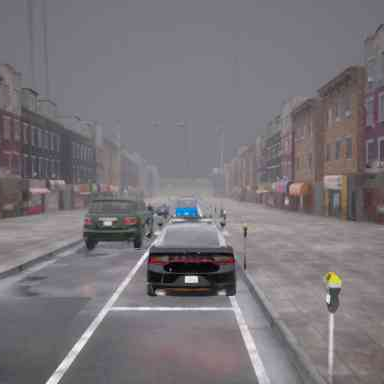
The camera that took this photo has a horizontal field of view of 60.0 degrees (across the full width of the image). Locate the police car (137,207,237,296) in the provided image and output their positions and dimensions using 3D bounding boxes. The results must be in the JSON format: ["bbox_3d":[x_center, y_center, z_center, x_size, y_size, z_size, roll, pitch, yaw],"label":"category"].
[{"bbox_3d":[-0.012,1.421,8.762,1.930,1.638,5.238,0,0,0],"label":"police car"}]

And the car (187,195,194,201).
[{"bbox_3d":[-0.398,1.541,86.399,1.947,1.339,4.313,-1,0,0],"label":"car"}]

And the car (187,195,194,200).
[{"bbox_3d":[-0.398,1.541,91.932,1.947,1.339,4.313,-1,0,0],"label":"car"}]

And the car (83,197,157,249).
[{"bbox_3d":[-3.019,1.211,14.617,2.150,2.045,5.566,0,0,0],"label":"car"}]

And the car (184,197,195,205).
[{"bbox_3d":[-0.398,1.562,58.737,1.802,1.307,4.206,-1,0,0],"label":"car"}]

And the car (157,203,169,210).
[{"bbox_3d":[-3.019,1.590,29.686,1.895,1.301,4.718,0,0,0],"label":"car"}]

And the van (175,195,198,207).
[{"bbox_3d":[-0.403,1.331,25.542,1.690,1.788,3.998,-1,0,0],"label":"van"}]

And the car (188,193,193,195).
[{"bbox_3d":[-0.404,1.302,36.607,2.192,1.841,5.009,-1,0,0],"label":"car"}]
